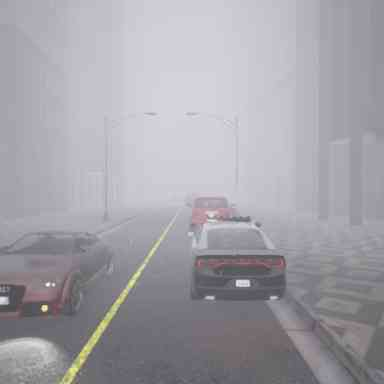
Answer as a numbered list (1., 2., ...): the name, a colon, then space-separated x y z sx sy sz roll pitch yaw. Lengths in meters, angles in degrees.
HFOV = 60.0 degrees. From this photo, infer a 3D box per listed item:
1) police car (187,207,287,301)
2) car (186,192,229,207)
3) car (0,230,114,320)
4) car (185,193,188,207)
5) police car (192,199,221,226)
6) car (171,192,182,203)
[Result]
1. police car: 0.914 1.421 8.516 1.930 1.638 5.238 0 0 0
2. car: 0.932 1.208 18.434 2.150 2.045 5.566 0 0 0
3. car: -3.087 1.561 7.352 1.994 1.385 4.181 0 0 0
4. car: 0.122 1.131 48.286 2.150 2.045 5.566 0 0 1
5. police car: 0.944 1.395 24.515 1.930 1.638 5.238 0 0 0
6. car: -2.884 1.327 63.219 1.882 1.535 5.008 0 0 0
